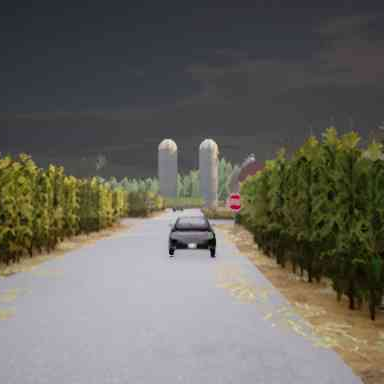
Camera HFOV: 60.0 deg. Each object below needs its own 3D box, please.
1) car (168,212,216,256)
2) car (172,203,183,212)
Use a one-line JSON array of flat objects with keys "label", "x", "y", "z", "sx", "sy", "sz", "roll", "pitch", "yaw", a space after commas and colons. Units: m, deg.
[{"label": "car", "x": 0.011, "y": 1.793, "z": 14.335, "sx": 2.128, "sy": 1.511, "sz": 4.902, "roll": 0, "pitch": -2, "yaw": 0}, {"label": "car", "x": -3.060, "y": 3.444, "z": 72.868, "sx": 2.150, "sy": 2.045, "sz": 5.566, "roll": 0, "pitch": -2, "yaw": 0}]
